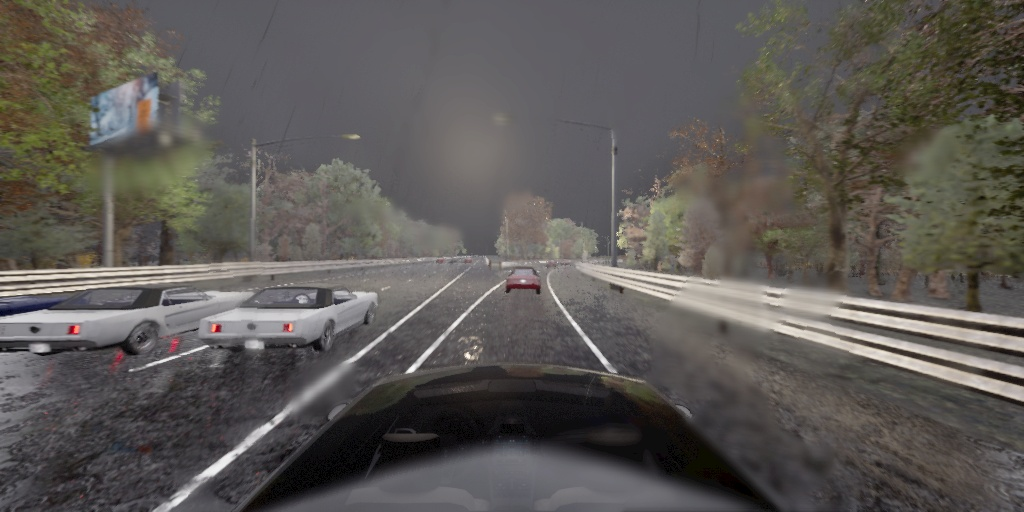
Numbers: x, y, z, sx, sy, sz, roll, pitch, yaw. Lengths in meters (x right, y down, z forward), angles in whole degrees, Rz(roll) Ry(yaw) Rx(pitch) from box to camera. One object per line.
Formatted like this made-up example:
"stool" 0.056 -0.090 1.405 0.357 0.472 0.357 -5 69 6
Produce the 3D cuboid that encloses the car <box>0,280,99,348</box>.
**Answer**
"car" -11.713 1.280 7.077 1.895 1.301 4.718 0 0 -4

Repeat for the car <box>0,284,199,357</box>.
"car" -8.303 1.302 8.402 1.895 1.301 4.718 0 0 -4

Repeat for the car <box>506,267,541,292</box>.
"car" 0.732 1.339 21.401 1.994 1.385 4.181 1 0 4

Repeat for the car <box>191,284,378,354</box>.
"car" -4.816 1.324 8.708 1.895 1.301 4.718 0 0 -4
